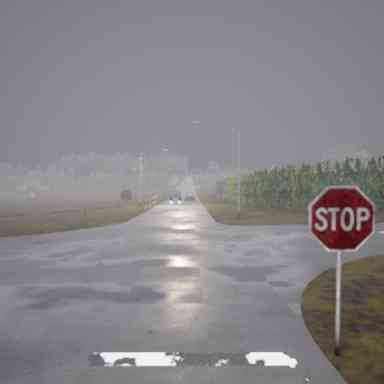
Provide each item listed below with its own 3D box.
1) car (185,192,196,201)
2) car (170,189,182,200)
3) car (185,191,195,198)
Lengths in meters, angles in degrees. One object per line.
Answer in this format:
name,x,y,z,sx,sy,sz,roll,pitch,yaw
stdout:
car,-0.366,0.949,60.988,1.812,1.442,4.674,0,1,0
car,-3.141,0.534,65.105,2.150,2.045,5.566,0,2,0
car,-0.424,0.555,71.010,1.895,1.301,4.718,0,2,0
